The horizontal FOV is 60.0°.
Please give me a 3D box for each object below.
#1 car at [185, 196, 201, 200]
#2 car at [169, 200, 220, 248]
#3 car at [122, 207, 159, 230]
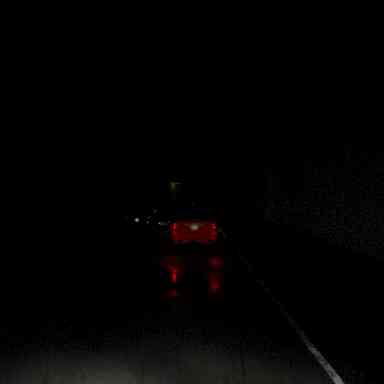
[{"bbox_3d":[0.111,1.469,37.754,2.150,2.045,5.566,0,0,0],"label":"car"},{"bbox_3d":[0.100,1.454,15.413,2.097,1.767,4.553,0,0,0],"label":"car"},{"bbox_3d":[-3.400,1.713,22.547,1.994,1.385,4.181,0,0,0],"label":"car"}]
